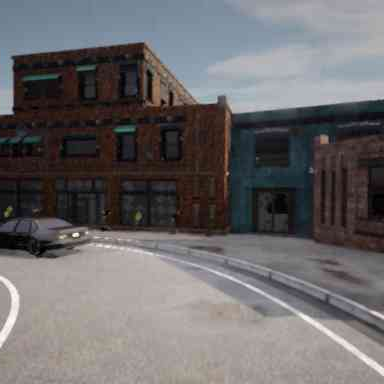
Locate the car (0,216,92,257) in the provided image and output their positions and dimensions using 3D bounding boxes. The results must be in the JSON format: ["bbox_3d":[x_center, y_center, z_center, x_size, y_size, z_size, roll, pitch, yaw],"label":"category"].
[{"bbox_3d":[-6.673,1.731,13.693,5.357,1.411,2.033,-2,0,25],"label":"car"}]
